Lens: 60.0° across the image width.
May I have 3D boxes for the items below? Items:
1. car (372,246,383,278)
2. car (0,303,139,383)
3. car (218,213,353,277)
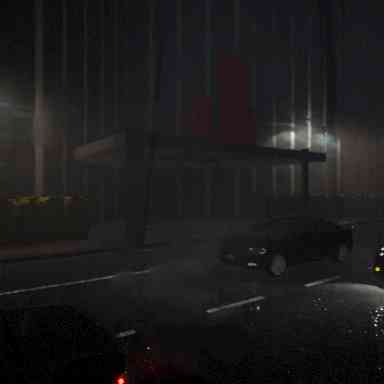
[{"bbox_3d":[6.548,1.560,8.635,4.181,1.385,1.994,0,0,-35],"label":"car"},{"bbox_3d":[-2.972,1.549,1.873,5.357,1.411,2.033,0,0,-35],"label":"car"},{"bbox_3d":[3.067,1.475,10.465,5.008,1.535,1.882,0,0,-35],"label":"car"}]
